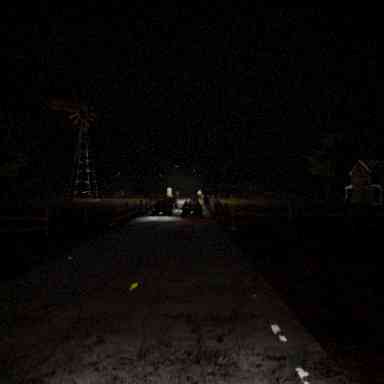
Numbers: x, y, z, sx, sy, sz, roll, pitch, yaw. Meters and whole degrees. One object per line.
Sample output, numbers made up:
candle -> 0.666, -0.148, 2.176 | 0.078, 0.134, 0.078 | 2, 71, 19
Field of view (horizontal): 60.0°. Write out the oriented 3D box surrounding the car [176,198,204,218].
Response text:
car -> 0.013, 1.446, 29.192 | 2.128, 1.511, 4.902 | 0, 0, 0

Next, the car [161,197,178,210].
car -> -2.764, 1.439, 42.515 | 1.837, 1.490, 4.892 | 0, 0, 0

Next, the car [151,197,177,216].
car -> -2.758, 1.497, 32.104 | 2.033, 1.411, 5.357 | 0, 0, 0

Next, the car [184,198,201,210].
car -> 0.031, 1.478, 42.237 | 2.033, 1.411, 5.357 | 0, 0, 0
